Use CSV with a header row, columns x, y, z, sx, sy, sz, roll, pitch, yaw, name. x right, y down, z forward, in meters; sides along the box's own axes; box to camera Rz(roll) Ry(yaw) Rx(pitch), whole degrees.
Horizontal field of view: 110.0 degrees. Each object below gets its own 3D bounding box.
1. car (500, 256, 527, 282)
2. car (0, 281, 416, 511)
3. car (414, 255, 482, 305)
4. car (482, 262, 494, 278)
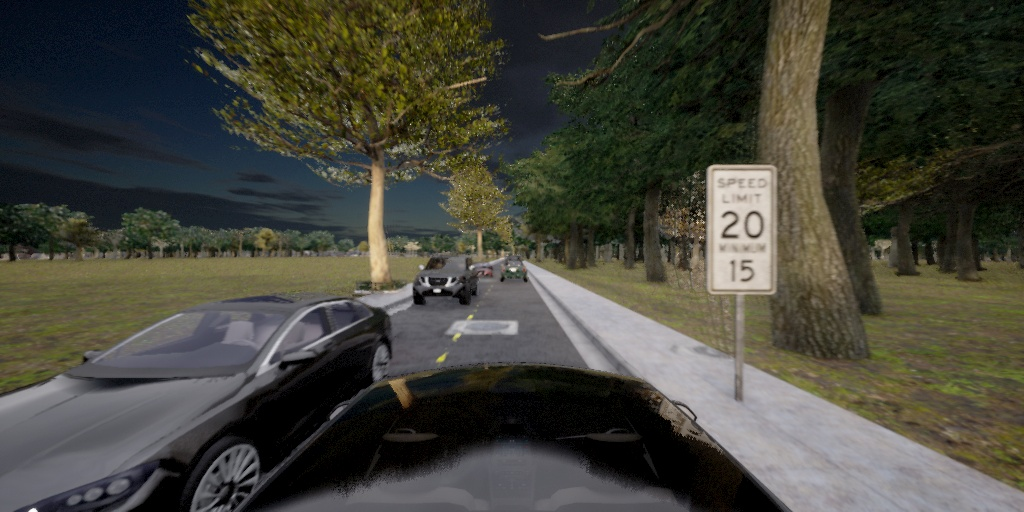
x,y,z,sx,sy,sz,roll,pitch,yaw,name
0.153,1.078,29.181,2.097,1.767,4.553,0,0,1,car
-2.847,1.233,3.963,2.128,1.511,4.902,0,0,0,car
-2.795,0.958,16.217,2.150,2.045,5.566,0,0,0,car
-2.658,1.278,32.694,1.994,1.385,4.181,0,0,0,car
